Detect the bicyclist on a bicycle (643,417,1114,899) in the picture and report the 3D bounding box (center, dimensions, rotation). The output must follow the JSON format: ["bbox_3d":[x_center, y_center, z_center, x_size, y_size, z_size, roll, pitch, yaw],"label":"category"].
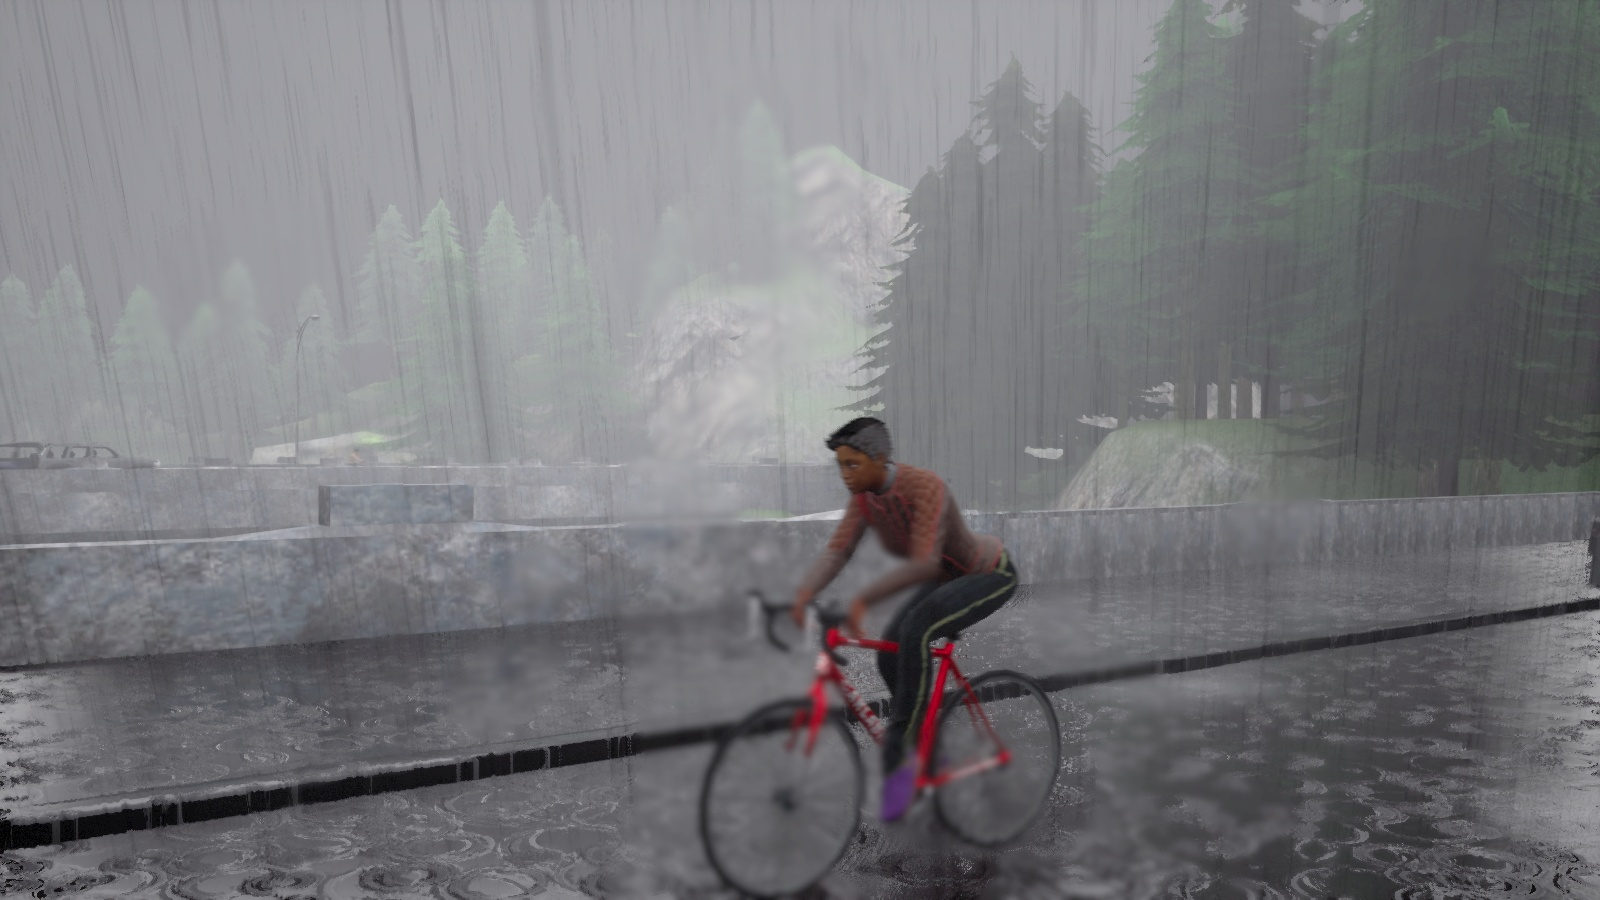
[{"bbox_3d":[0.321,0.708,4.470,1.656,1.620,0.582,0,0,-34],"label":"bicyclist on a bicycle"}]

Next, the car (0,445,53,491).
[{"bbox_3d":[-32.923,0.736,51.427,3.866,1.878,1.905,0,0,-35],"label":"car"}]

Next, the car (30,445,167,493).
[{"bbox_3d":[-27.922,0.741,50.038,4.605,1.855,1.932,1,-1,-35],"label":"car"}]
